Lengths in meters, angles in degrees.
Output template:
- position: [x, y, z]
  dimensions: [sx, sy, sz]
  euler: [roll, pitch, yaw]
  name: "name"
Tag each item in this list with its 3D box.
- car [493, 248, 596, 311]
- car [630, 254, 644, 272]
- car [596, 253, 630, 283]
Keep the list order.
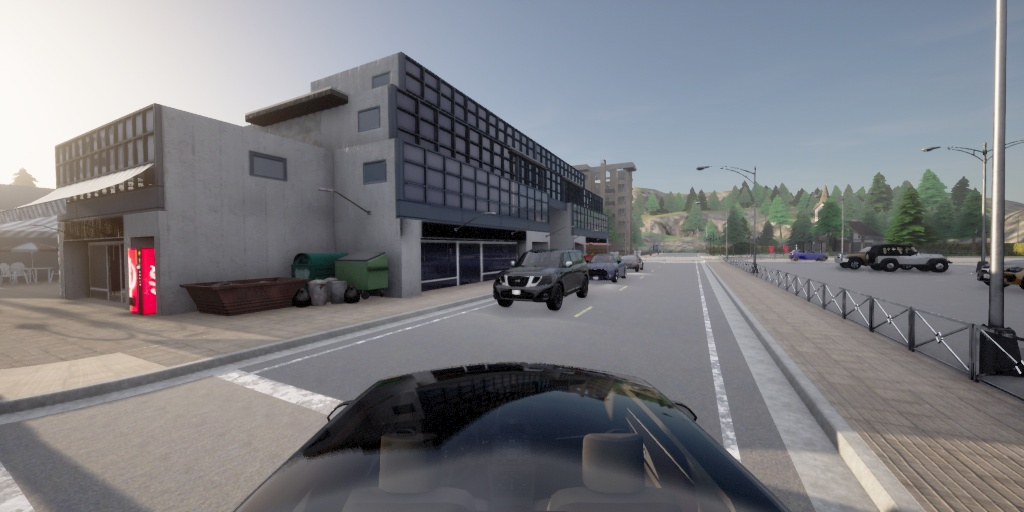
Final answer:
- position: [1.379, 0.737, 13.828]
  dimensions: [2.150, 2.045, 5.566]
  euler: [0, 1, 27]
  name: "car"
- position: [10.453, 0.580, 31.729]
  dimensions: [1.812, 1.442, 4.674]
  euler: [0, 1, 27]
  name: "car"
- position: [5.824, 0.641, 22.604]
  dimensions: [2.097, 1.767, 4.553]
  euler: [0, 1, 27]
  name: "car"
